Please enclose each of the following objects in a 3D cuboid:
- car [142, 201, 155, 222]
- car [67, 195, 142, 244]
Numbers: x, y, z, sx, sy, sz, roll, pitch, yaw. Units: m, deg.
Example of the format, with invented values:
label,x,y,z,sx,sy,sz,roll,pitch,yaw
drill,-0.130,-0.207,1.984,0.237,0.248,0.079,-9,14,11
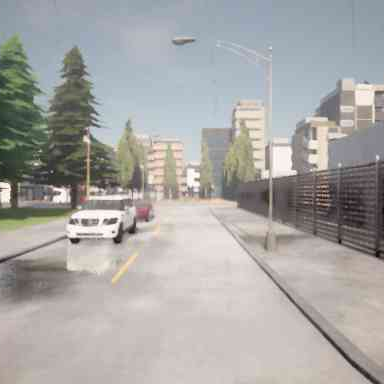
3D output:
label,x,y,z,sx,sy,sz,roll,pitch,yaw
car,-4.073,1.441,26.105,1.882,1.535,5.008,0,0,0
car,-4.075,1.199,16.090,2.150,2.045,5.566,0,0,1
